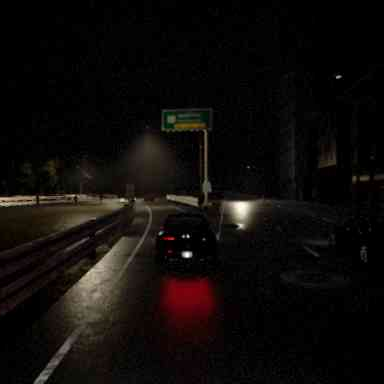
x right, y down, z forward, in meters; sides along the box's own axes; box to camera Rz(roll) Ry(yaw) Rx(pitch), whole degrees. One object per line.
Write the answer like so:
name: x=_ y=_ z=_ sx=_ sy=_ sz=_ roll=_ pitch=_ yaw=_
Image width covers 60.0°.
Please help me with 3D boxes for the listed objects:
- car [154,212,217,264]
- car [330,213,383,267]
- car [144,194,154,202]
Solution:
car: x=-0.253 y=1.476 z=11.684 sx=1.837 sy=1.490 sz=4.892 roll=1 pitch=0 yaw=-3
car: x=6.168 y=1.466 z=11.187 sx=1.837 sy=1.490 sz=4.892 roll=0 pitch=0 yaw=6
car: x=-8.335 y=1.210 z=64.588 sx=1.882 sy=1.535 sz=5.008 roll=0 pitch=0 yaw=-10
